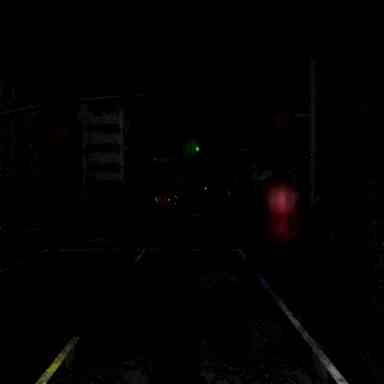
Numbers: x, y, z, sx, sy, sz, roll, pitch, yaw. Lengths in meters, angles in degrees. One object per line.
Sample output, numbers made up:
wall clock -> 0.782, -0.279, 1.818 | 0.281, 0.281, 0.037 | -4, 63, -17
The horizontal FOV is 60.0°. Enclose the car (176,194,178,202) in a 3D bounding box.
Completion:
car -> -3.556, 0.894, 59.629 | 2.097, 1.767, 4.553 | 0, 0, 0

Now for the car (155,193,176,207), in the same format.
car -> -3.594, 1.019, 43.342 | 2.097, 1.767, 4.553 | 0, 0, 0
